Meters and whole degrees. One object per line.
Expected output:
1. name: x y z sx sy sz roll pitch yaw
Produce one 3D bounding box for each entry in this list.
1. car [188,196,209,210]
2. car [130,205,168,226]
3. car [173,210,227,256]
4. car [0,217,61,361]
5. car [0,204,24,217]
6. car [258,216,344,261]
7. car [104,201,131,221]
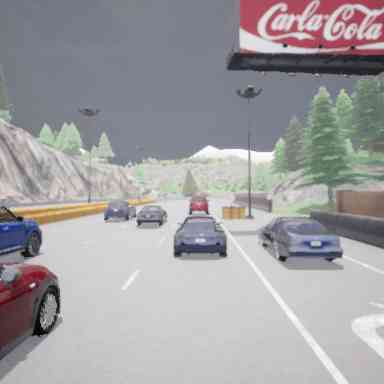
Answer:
1. car: 0.782 1.474 37.768 2.150 2.045 5.566 0 0 1
2. car: -2.954 1.731 25.213 2.033 1.411 5.357 0 0 1
3. car: 0.323 1.654 13.503 1.994 1.385 4.181 0 0 1
4. car: -3.363 1.395 3.981 2.097 1.767 4.553 0 0 1
5. car: -6.744 1.323 10.166 2.150 2.045 5.566 0 0 1
6. car: 3.802 1.615 12.513 2.033 1.411 5.357 0 0 2
7. car: -6.364 1.583 30.026 2.097 1.767 4.553 0 0 1
